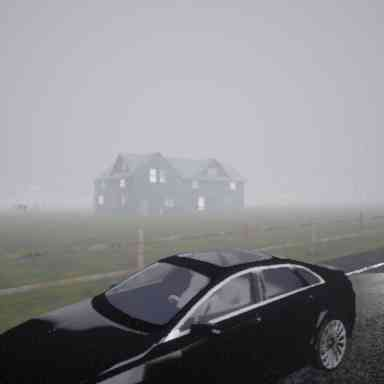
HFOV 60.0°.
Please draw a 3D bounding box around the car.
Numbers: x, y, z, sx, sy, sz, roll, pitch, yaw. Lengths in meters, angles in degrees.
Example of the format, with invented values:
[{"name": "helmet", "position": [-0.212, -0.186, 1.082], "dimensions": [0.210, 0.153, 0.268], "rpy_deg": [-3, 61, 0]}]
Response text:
[{"name": "car", "position": [0.140, 1.550, 4.099], "dimensions": [4.902, 1.511, 2.128], "rpy_deg": [0, -1, -37]}]
